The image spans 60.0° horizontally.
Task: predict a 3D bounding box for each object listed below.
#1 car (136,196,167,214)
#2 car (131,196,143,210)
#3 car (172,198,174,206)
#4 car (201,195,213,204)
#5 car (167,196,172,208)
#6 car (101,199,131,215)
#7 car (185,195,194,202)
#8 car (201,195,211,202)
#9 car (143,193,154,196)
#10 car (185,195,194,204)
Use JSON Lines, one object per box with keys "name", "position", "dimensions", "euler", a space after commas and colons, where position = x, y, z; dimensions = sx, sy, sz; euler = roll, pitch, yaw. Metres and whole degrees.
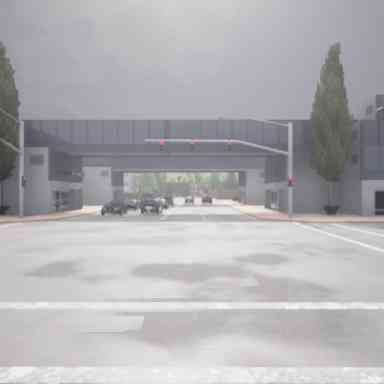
{"name": "car", "position": [-4.265, 1.518, 35.653], "dimensions": [2.128, 1.511, 4.902], "euler": [0, 0, 1]}
{"name": "car", "position": [-7.740, 1.579, 42.822], "dimensions": [2.033, 1.411, 5.357], "euler": [0, 0, 0]}
{"name": "car", "position": [-4.138, 1.547, 57.222], "dimensions": [1.837, 1.490, 4.892], "euler": [0, 0, 1]}
{"name": "car", "position": [2.986, 1.553, 65.139], "dimensions": [1.837, 1.490, 4.892], "euler": [0, 0, 0]}
{"name": "car", "position": [-4.226, 1.597, 44.639], "dimensions": [1.994, 1.385, 4.181], "euler": [0, 0, 0]}
{"name": "car", "position": [-7.789, 1.589, 33.620], "dimensions": [1.994, 1.385, 4.181], "euler": [0, 0, 1]}
{"name": "car", "position": [-0.459, 1.453, 74.620], "dimensions": [1.882, 1.535, 5.008], "euler": [0, 0, 0]}
{"name": "car", "position": [3.041, 1.491, 74.527], "dimensions": [2.128, 1.511, 4.902], "euler": [0, 0, 0]}
{"name": "car", "position": [-7.648, 1.266, 57.798], "dimensions": [2.150, 2.045, 5.566], "euler": [0, 0, -1]}
{"name": "car", "position": [-0.515, 1.595, 64.933], "dimensions": [2.033, 1.411, 5.357], "euler": [0, 0, 0]}
